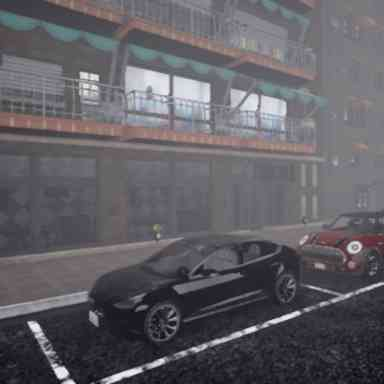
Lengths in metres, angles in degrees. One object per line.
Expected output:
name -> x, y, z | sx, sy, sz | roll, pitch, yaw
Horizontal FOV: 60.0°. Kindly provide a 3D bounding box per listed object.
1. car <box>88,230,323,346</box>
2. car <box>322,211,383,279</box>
car -> 0.288, 1.515, 6.296 | 4.313, 1.339, 1.947 | -1, 0, -35
car -> 4.847, 1.315, 9.534 | 4.097, 1.590, 1.967 | -1, 0, -35
